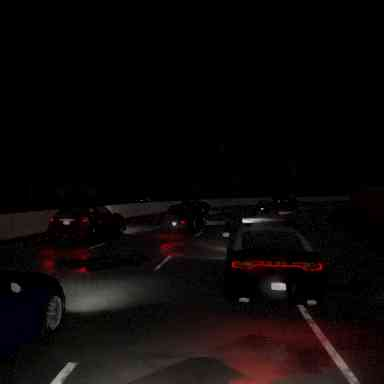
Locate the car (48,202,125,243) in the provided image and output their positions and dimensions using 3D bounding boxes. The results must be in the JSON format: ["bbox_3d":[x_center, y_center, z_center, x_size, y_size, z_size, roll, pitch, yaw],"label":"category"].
[{"bbox_3d":[-4.991,1.356,16.408,2.097,1.767,4.553,0,0,11],"label":"car"}]

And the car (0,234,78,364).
[{"bbox_3d":[-3.132,1.527,3.704,1.812,1.442,4.674,0,0,3],"label":"car"}]

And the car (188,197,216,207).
[{"bbox_3d":[1.637,1.557,52.609,2.033,1.411,5.357,0,0,32],"label":"car"}]

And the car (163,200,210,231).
[{"bbox_3d":[-0.389,1.509,20.982,1.837,1.490,4.892,0,0,14],"label":"car"}]

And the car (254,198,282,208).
[{"bbox_3d":[7.423,1.570,33.187,1.994,1.385,4.181,0,0,24],"label":"car"}]

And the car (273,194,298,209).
[{"bbox_3d":[11.801,1.229,42.119,2.150,2.045,5.566,0,0,31],"label":"car"}]

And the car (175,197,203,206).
[{"bbox_3d":[-0.439,1.558,55.852,2.033,1.411,5.357,0,0,33],"label":"car"}]

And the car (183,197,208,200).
[{"bbox_3d":[0.277,1.360,34.048,2.097,1.767,4.553,0,0,21],"label":"car"}]

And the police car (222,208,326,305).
[{"bbox_3d":[1.794,1.427,8.302,1.930,1.638,5.238,0,0,7],"label":"police car"}]
